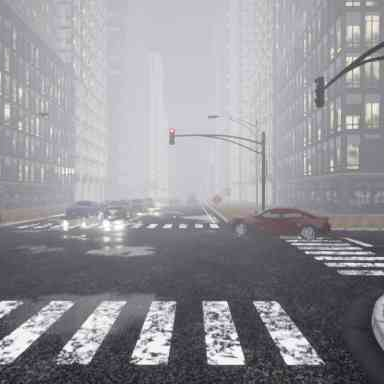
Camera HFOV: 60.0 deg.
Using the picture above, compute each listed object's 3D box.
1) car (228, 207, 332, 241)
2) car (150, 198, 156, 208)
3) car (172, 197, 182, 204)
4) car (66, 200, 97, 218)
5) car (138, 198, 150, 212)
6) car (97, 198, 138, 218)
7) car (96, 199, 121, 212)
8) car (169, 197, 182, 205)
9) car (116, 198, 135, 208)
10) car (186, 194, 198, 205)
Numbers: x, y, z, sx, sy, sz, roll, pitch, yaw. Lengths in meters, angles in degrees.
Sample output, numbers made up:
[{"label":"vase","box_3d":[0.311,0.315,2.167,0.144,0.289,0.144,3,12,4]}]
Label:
[{"label":"car","box_3d":[4.298,1.485,16.638,5.008,1.535,1.882,0,1,20]},{"label":"car","box_3d":[-6.609,1.594,49.721,1.812,1.442,4.674,0,0,0]},{"label":"car","box_3d":[-3.202,1.703,70.353,1.994,1.385,4.181,0,0,0]},{"label":"car","box_3d":[-9.863,1.503,30.395,1.882,1.535,5.008,0,0,0]},{"label":"car","box_3d":[-6.611,1.521,39.674,1.882,1.535,5.008,0,0,0]},{"label":"car","box_3d":[-6.609,1.517,30.147,2.128,1.511,4.902,0,0,0]},{"label":"car","box_3d":[-9.861,1.607,39.528,1.994,1.385,4.181,0,0,0]},{"label":"car","box_3d":[-3.169,1.592,60.025,2.128,1.511,4.902,0,0,0]},{"label":"car","box_3d":[-9.854,1.631,49.452,1.994,1.385,4.181,0,0,0]},{"label":"car","box_3d":[-0.017,1.606,60.181,1.837,1.490,4.892,0,0,0]}]
